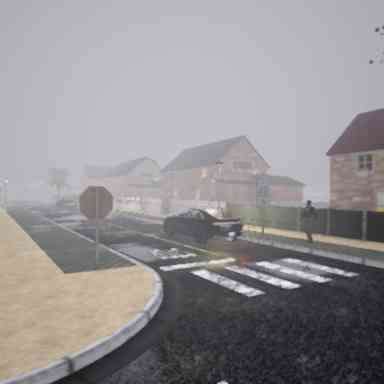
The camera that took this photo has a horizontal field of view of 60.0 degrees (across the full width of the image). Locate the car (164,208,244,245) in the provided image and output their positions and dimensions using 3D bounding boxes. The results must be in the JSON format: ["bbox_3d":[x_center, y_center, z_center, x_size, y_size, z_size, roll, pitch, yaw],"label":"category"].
[{"bbox_3d":[0.367,1.478,15.627,2.128,1.511,4.902,1,0,-32],"label":"car"}]

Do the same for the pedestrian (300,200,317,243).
[{"bbox_3d":[4.834,1.187,13.752,0.375,1.860,0.375,2,-2,-32],"label":"pedestrian"}]

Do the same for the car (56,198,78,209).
[{"bbox_3d":[-15.703,1.413,41.633,1.994,1.385,4.181,1,0,-32],"label":"car"}]
